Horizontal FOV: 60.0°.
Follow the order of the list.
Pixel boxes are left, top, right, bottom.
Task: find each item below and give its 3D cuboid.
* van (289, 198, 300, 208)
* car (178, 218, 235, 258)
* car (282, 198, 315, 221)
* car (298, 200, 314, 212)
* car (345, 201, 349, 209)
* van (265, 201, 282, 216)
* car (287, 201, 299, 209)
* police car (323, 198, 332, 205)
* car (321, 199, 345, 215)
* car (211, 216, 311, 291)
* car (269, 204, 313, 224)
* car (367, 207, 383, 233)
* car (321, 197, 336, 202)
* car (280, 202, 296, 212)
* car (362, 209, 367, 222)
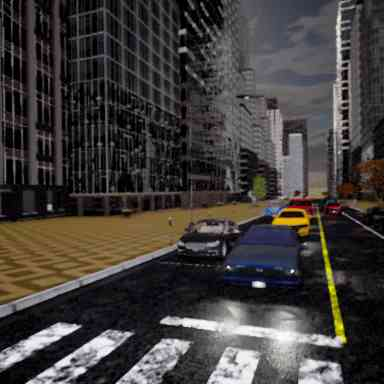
[{"bbox_3d":[20.404,2.207,66.047,1.690,1.788,3.998,-2,-1,20],"label":"van"},{"bbox_3d":[0.857,1.746,13.302,2.008,1.369,4.403,-2,-1,20],"label":"car"},{"bbox_3d":[9.491,1.578,29.098,2.150,2.045,5.566,-1,-1,21],"label":"car"},{"bbox_3d":[14.859,1.754,43.317,1.837,1.490,4.892,-1,-1,20],"label":"car"},{"bbox_3d":[26.312,2.250,57.857,1.802,1.307,4.206,-2,-1,20],"label":"car"},{"bbox_3d":[8.673,1.793,34.404,1.690,1.788,3.998,-2,-1,20],"label":"van"},{"bbox_3d":[18.454,2.339,60.769,1.887,1.381,4.507,-2,-1,20],"label":"car"},{"bbox_3d":[33.676,2.452,82.840,1.930,1.638,5.238,-1,-1,20],"label":"police car"},{"bbox_3d":[16.983,1.968,40.112,1.837,1.490,4.892,-1,-1,20],"label":"car"},{"bbox_3d":[2.343,1.672,9.788,2.033,1.411,5.357,-1,-1,19],"label":"car"},{"bbox_3d":[5.883,1.717,19.380,1.882,1.535,5.008,-1,-1,20],"label":"car"},{"bbox_3d":[12.625,1.762,20.940,1.947,1.339,4.313,-2,-1,20],"label":"car"},{"bbox_3d":[20.601,1.811,49.893,2.150,2.045,5.566,-1,-1,20],"label":"car"},{"bbox_3d":[14.544,2.205,50.221,2.008,1.369,4.403,-2,-1,20],"label":"car"},{"bbox_3d":[14.580,1.827,26.214,1.947,1.339,4.313,-2,-1,20],"label":"car"}]
